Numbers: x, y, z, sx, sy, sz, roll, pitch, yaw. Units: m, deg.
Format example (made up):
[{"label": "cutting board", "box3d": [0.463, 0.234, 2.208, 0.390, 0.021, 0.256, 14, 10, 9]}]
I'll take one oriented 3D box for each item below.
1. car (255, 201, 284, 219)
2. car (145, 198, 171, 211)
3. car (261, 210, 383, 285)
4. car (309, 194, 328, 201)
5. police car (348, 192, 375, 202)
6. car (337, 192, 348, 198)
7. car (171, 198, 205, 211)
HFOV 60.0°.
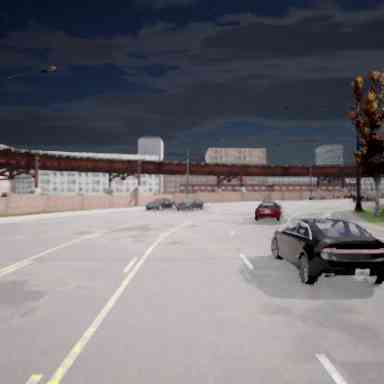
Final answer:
[{"label": "car", "box3d": [6.393, 1.455, 27.237, 1.994, 1.385, 4.181, -1, 0, 20]}, {"label": "car", "box3d": [-3.694, 1.469, 39.659, 1.837, 1.490, 4.892, -1, 0, 27]}, {"label": "car", "box3d": [3.616, 1.477, 9.442, 2.128, 1.511, 4.902, 0, 0, 0]}, {"label": "car", "box3d": [26.016, 1.123, 68.505, 4.181, 1.385, 1.994, -1, -1, -30]}, {"label": "police car", "box3d": [31.511, 0.974, 60.743, 5.238, 1.638, 1.930, -1, -1, -28]}, {"label": "car", "box3d": [30.640, 0.716, 66.984, 5.008, 1.535, 1.882, -1, -1, -26]}, {"label": "car", "box3d": [-0.106, 1.459, 38.988, 1.812, 1.442, 4.674, -1, 0, 29]}]
